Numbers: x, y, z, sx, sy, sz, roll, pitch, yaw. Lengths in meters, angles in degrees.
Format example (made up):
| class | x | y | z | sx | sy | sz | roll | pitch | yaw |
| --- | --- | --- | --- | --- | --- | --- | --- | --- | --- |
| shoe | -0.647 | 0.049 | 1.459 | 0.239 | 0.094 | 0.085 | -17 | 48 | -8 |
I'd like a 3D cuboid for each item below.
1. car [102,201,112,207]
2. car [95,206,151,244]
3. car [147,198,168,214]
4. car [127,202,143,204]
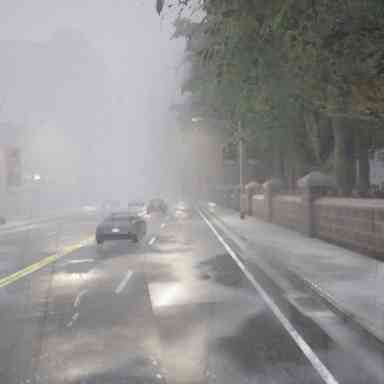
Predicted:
| class | x | y | z | sx | sy | sz | roll | pitch | yaw |
| --- | --- | --- | --- | --- | --- | --- | --- | --- | --- |
| car | -10.629 | 1.486 | 43.923 | 2.128 | 1.511 | 4.902 | -2 | 0 | -1 |
| car | -3.444 | 1.676 | 16.778 | 1.994 | 1.385 | 4.181 | -2 | 0 | -1 |
| car | -3.893 | 1.510 | 37.726 | 2.097 | 1.767 | 4.553 | -2 | 0 | -1 |
| car | -7.377 | 1.509 | 43.962 | 1.895 | 1.301 | 4.718 | -2 | 0 | -1 |
